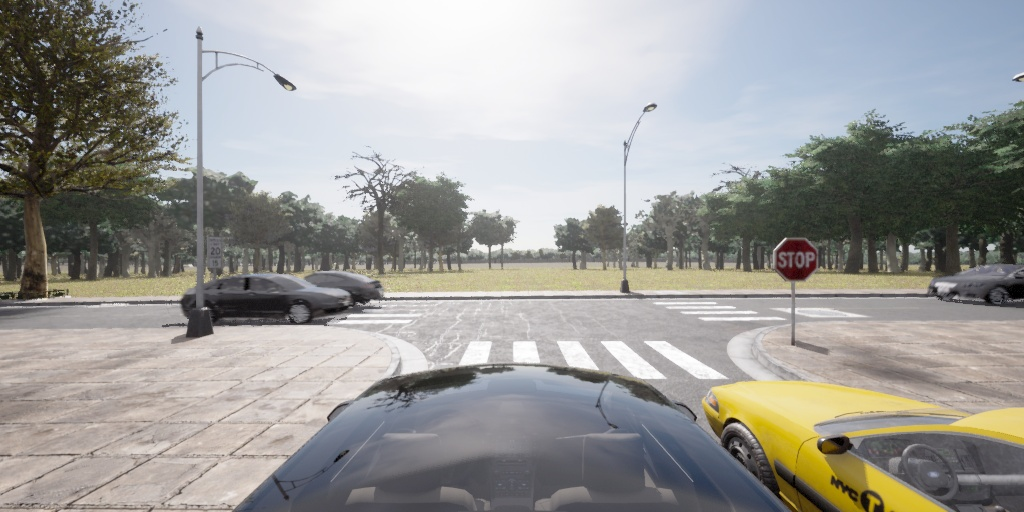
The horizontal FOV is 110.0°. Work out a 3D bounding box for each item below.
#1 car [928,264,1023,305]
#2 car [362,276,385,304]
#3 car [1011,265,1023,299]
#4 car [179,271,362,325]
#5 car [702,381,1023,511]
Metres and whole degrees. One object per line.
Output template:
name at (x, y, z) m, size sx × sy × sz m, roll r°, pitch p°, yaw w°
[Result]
car at (19.618, 1.081, 14.230) m, size 4.902 × 1.511 × 2.128 m, roll 0°, pitch 0°, yaw 1°
car at (-7.569, 1.340, 14.474) m, size 4.674 × 1.442 × 1.812 m, roll -1°, pitch 0°, yaw 1°
car at (19.397, 1.119, 11.283) m, size 4.674 × 1.442 × 1.812 m, roll 0°, pitch 0°, yaw 1°
car at (-7.754, 1.325, 11.527) m, size 4.892 × 1.490 × 1.837 m, roll -1°, pitch 0°, yaw 1°
car at (2.636, 1.275, 1.464) m, size 1.751 × 1.417 × 4.829 m, roll 0°, pitch 0°, yaw 0°
